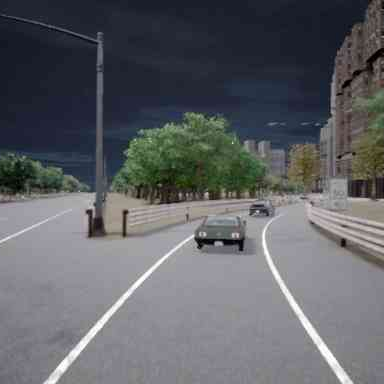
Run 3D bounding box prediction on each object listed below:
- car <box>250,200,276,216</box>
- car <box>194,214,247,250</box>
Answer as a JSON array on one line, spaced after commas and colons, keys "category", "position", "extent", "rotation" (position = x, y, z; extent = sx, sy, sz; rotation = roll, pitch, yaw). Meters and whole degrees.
[{"category": "car", "position": [6.988, 1.532, 32.699], "extent": [1.837, 1.490, 4.892], "rotation": [0, 0, 23]}, {"category": "car", "position": [1.408, 1.609, 14.438], "extent": [1.895, 1.301, 4.718], "rotation": [0, 0, 11]}]
